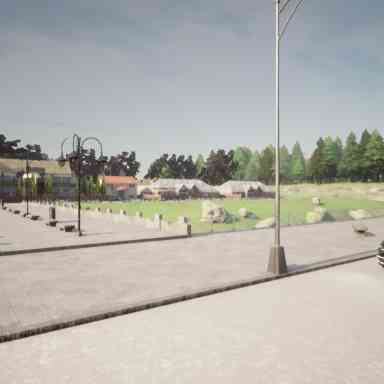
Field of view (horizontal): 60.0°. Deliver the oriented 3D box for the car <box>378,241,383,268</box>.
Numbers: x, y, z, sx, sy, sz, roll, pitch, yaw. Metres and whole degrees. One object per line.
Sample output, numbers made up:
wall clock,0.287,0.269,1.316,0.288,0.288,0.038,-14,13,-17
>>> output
car,7.427,1.505,9.934,4.892,1.490,1.837,0,0,-36
